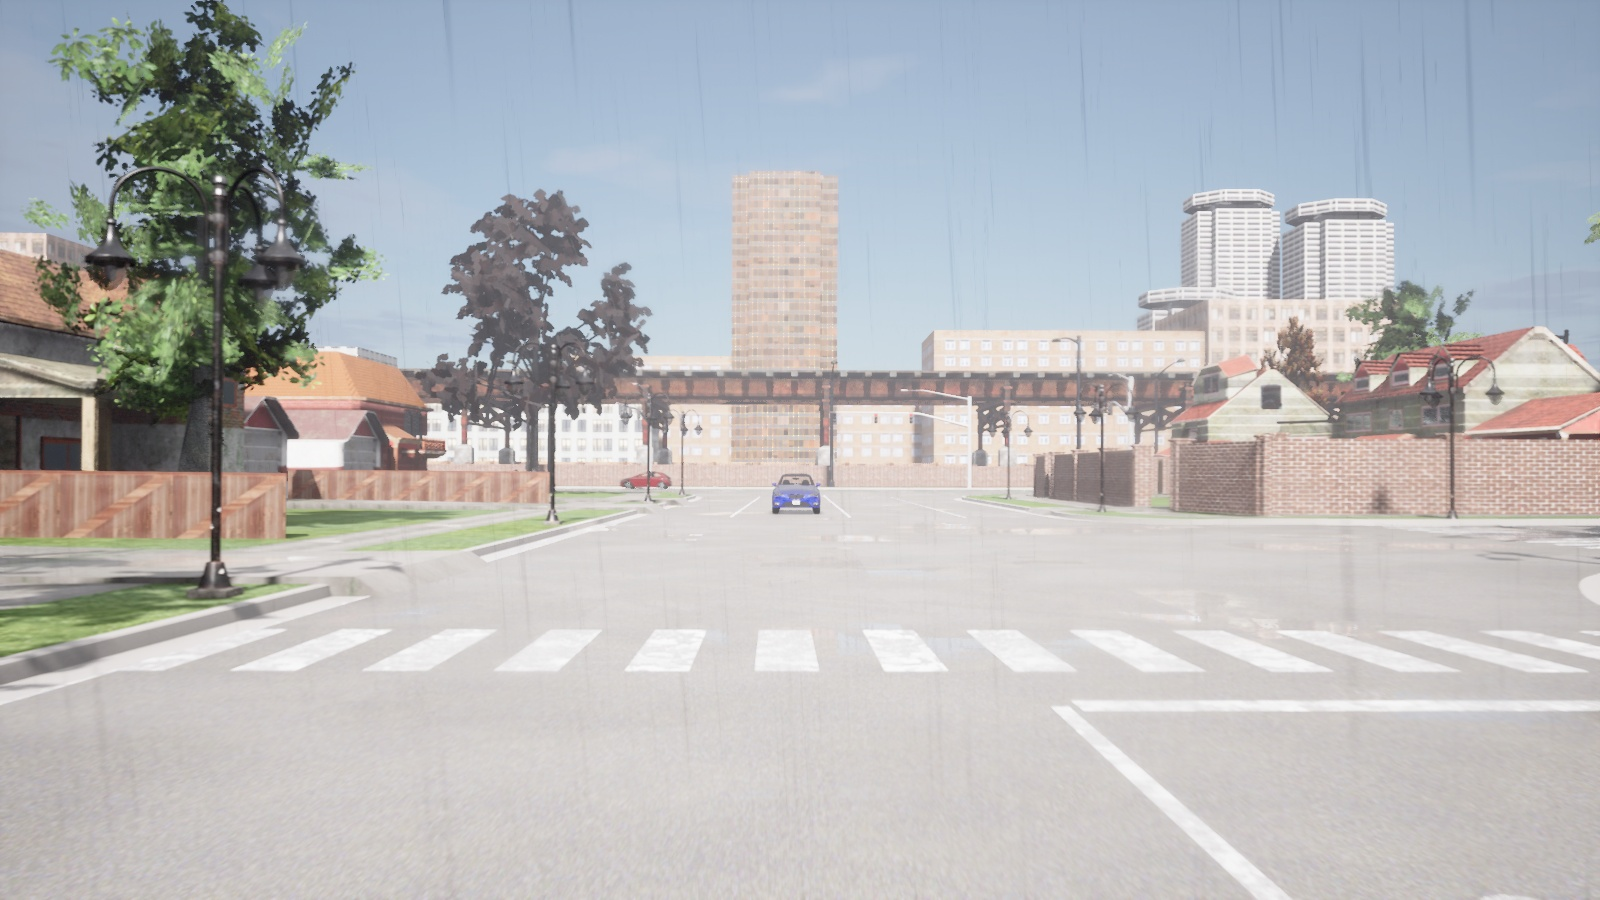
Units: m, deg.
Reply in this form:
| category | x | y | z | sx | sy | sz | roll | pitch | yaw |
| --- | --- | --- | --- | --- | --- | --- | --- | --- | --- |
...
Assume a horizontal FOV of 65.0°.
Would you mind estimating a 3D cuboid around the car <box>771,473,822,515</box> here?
| category | x | y | z | sx | sy | sz | roll | pitch | yaw |
| --- | --- | --- | --- | --- | --- | --- | --- | --- | --- |
| car | -0.124 | 1.615 | 46.979 | 1.816 | 1.474 | 4.193 | 0 | -1 | 0 |
